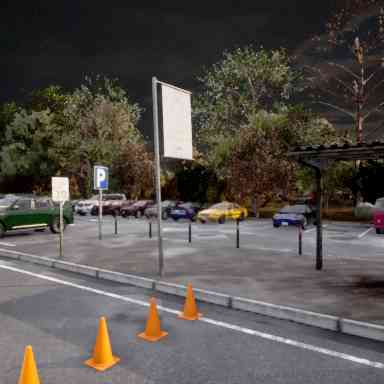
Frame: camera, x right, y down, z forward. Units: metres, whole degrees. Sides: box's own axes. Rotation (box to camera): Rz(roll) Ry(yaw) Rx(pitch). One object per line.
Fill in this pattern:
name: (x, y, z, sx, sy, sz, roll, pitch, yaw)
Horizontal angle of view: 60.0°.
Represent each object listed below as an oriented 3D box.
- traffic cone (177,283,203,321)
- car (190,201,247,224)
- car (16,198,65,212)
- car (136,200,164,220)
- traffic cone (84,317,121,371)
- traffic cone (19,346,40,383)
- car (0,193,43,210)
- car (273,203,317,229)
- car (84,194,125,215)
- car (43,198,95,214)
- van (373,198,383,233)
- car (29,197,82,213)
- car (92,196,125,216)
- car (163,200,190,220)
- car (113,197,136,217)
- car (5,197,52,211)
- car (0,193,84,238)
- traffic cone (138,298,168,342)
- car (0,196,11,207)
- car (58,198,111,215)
traffic cone: (-0.032, 1.957, 6.030, 0.340, 0.580, 0.340, 0, 0, 36)
car: (2.372, 1.475, 25.162, 1.946, 1.575, 5.366, 0, 0, 35)
car: (-17.970, 1.468, 39.660, 2.163, 1.488, 4.792, 0, 0, 35)
car: (-2.057, 1.473, 28.512, 2.231, 1.521, 4.892, 0, 0, 35)
traffic cone: (-1.182, 1.957, 4.398, 0.340, 0.580, 0.340, 0, 0, 35)
traffic cone: (-1.758, 1.957, 3.582, 0.340, 0.580, 0.340, 0, 0, 35)
car: (-22.514, 1.153, 42.858, 2.435, 2.045, 5.566, 0, 0, 35)
car: (7.004, 1.513, 22.096, 2.163, 1.488, 4.792, 0, 0, 35)
car: (-8.889, 1.212, 33.274, 2.435, 2.045, 5.566, 0, 0, 35)
car: (-13.417, 1.455, 36.488, 2.097, 1.535, 5.008, 0, 0, 35)
van: (11.627, 1.264, 19.022, 1.878, 1.987, 4.442, 0, 0, 35)
car: (-15.579, 1.444, 38.241, 1.946, 1.575, 5.366, 0, 0, 35)
car: (-6.599, 1.466, 31.705, 2.097, 1.535, 5.008, 0, 0, 35)
car: (0.226, 1.504, 26.935, 2.163, 1.488, 4.792, 0, 0, 35)
car: (-4.328, 1.469, 30.108, 2.097, 1.535, 5.008, 0, 0, 35)
car: (-20.213, 1.452, 41.309, 2.163, 1.488, 4.792, 0, 0, 35)
car: (-8.890, 1.221, 17.285, 2.435, 2.045, 5.566, 0, 0, 35)
traffic cone: (-0.607, 1.957, 5.214, 0.340, 0.580, 0.340, 0, 0, 35)
car: (-29.203, 1.332, 47.825, 1.946, 1.575, 5.366, 1, 0, 35)
car: (-11.145, 1.461, 34.889, 2.231, 1.521, 4.892, 0, 0, 35)
